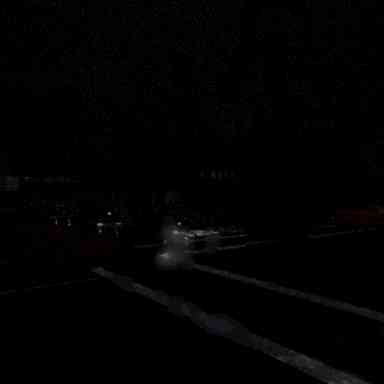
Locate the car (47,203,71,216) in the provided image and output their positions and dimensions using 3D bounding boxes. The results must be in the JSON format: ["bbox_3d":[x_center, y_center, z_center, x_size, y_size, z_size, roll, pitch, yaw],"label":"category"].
[{"bbox_3d":[-16.070,2.089,39.967,1.812,1.442,4.674,0,-1,-37],"label":"car"}]

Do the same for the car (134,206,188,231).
[{"bbox_3d":[-2.144,1.631,21.448,1.812,1.442,4.674,0,-1,-37],"label":"car"}]

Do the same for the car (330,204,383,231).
[{"bbox_3d":[11.228,1.509,21.258,1.882,1.535,5.008,1,-1,-25],"label":"car"}]

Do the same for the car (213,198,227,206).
[{"bbox_3d":[5.698,1.762,60.206,1.970,1.475,3.806,0,-1,-37],"label":"car"}]

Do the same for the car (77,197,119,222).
[{"bbox_3d":[-8.578,1.503,29.994,2.150,2.045,5.566,0,-1,-37],"label":"car"}]
